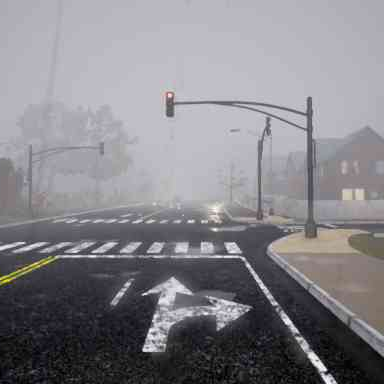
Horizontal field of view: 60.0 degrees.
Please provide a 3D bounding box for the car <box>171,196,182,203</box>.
[{"bbox_3d":[-3.139,1.535,67.814,1.812,1.442,4.674,0,0,5],"label":"car"}]

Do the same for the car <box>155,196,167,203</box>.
[{"bbox_3d":[-6.374,1.497,68.130,1.882,1.535,5.008,0,0,5],"label":"car"}]
